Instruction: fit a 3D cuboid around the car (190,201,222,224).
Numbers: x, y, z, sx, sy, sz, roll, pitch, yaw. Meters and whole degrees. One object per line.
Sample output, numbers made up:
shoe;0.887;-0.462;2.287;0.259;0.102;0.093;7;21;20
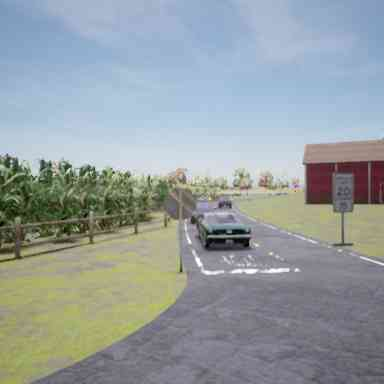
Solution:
car;0.880;1.602;24.937;1.994;1.385;4.181;0;0;-1

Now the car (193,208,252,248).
car;1.289;1.605;14.979;1.895;1.301;4.718;0;0;-4

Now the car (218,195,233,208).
car;4.772;1.561;47.992;1.837;1.490;4.892;0;0;5

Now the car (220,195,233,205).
car;6.306;1.404;59.756;2.097;1.767;4.553;0;0;9

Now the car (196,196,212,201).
car;0.959;1.413;34.380;2.097;1.767;4.553;0;0;2

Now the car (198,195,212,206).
car;2.001;1.268;49.803;1.882;1.535;5.008;0;0;6
